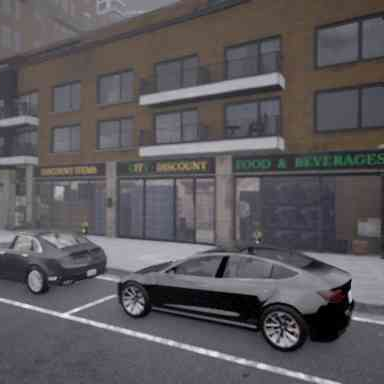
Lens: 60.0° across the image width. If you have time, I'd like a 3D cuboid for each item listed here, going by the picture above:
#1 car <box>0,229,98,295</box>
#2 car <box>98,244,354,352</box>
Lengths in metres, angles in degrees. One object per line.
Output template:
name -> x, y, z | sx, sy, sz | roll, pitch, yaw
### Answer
car -> -4.259, 1.668, 8.866 | 4.403, 1.369, 2.008 | 0, 0, 29
car -> 0.614, 1.643, 6.136 | 4.313, 1.339, 1.947 | 0, 0, 29
